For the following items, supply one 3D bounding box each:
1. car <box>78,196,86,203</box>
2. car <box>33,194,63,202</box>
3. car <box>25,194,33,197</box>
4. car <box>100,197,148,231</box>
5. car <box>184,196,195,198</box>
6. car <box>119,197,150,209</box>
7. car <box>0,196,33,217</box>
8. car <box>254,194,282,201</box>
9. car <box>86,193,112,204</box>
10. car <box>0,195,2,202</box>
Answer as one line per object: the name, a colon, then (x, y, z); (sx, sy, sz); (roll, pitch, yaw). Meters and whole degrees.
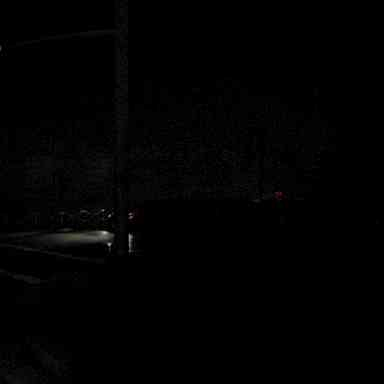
car: (-18.474, 1.077, 60.365); (1.905, 1.878, 3.866); (0, 0, 35)
car: (-28.915, 1.153, 67.759); (2.152, 1.636, 5.027); (0, 0, 35)
car: (-34.339, 1.232, 71.204); (1.970, 1.475, 3.806); (0, 0, 35)
car: (-3.056, 1.352, 20.569); (2.097, 1.767, 4.553); (0, 0, 35)
car: (-0.778, 1.374, 48.169); (1.845, 1.501, 3.633); (0, 0, 35)
car: (-7.499, 1.384, 43.836); (1.970, 1.475, 3.806); (0, 0, 35)
car: (-15.817, 1.339, 26.918); (2.007, 1.523, 4.514); (0, 0, 35)
car: (8.422, 1.221, 37.051); (2.150, 2.045, 5.566); (0, 0, 35)
car: (-15.864, 1.097, 59.022); (1.932, 1.855, 4.605); (0, 0, 35)
car: (-41.402, 1.298, 67.569); (2.007, 1.523, 4.514); (0, 0, 35)
